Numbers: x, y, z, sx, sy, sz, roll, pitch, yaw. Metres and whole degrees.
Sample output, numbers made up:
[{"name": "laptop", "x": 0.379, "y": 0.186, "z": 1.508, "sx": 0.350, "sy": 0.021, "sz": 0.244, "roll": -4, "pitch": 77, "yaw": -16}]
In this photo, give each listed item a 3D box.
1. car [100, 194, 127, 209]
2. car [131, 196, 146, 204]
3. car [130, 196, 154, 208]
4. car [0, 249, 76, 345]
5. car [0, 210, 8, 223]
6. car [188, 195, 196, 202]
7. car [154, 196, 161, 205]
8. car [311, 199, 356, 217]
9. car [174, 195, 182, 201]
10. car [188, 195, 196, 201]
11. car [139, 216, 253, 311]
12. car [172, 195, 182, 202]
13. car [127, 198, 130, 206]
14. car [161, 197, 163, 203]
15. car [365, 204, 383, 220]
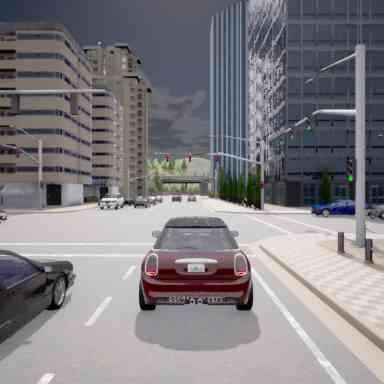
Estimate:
[{"name": "car", "x": -10.611, "y": 1.222, "z": 44.436, "sx": 2.150, "sy": 2.045, "sz": 5.566, "roll": 0, "pitch": 0, "yaw": 0}, {"name": "car", "x": -10.546, "y": 1.492, "z": 65.720, "sx": 2.128, "sy": 1.511, "sz": 4.902, "roll": 0, "pitch": 0, "yaw": 0}, {"name": "car", "x": -7.111, "y": 1.547, "z": 47.951, "sx": 2.033, "sy": 1.411, "sz": 5.357, "roll": 0, "pitch": 0, "yaw": 0}, {"name": "car", "x": -3.435, "y": 1.547, "z": 4.747, "sx": 2.033, "sy": 1.411, "sz": 5.357, "roll": 0, "pitch": 0, "yaw": 0}, {"name": "car", "x": -15.277, "y": 1.455, "z": 22.832, "sx": 4.902, "sy": 1.511, "sz": 2.128, "roll": 1, "pitch": 0, "yaw": 1}, {"name": "car", "x": -0.020, "y": 1.547, "z": 75.818, "sx": 1.994, "sy": 1.385, "sz": 4.181, "roll": 0, "pitch": 0, "yaw": 0}, {"name": "car", "x": -7.096, "y": 1.491, "z": 57.464, "sx": 2.128, "sy": 1.511, "sz": 4.902, "roll": 0, "pitch": 0, "yaw": 0}, {"name": "car", "x": 13.286, "y": 1.422, "z": 29.846, "sx": 5.008, "sy": 1.535, "sz": 1.882, "roll": 0, "pitch": 0, "yaw": 1}, {"name": "car", "x": -3.522, "y": 1.509, "z": 84.311, "sx": 2.033, "sy": 1.411, "sz": 5.357, "roll": 0, "pitch": 0, "yaw": 0}, {"name": "car", "x": -0.022, "y": 1.493, "z": 84.311, "sx": 1.812, "sy": 1.442, "sz": 4.674, "roll": 0, "pitch": 0, "yaw": 0}, {"name": "car", "x": 0.081, "y": 1.352, "z": 7.946, "sx": 2.097, "sy": 1.767, "sz": 4.553, "roll": 0, "pitch": 0, "yaw": 0}, {"name": "car", "x": -3.520, "y": 1.470, "z": 74.700, "sx": 1.882, "sy": 1.535, "sz": 5.008, "roll": 0, "pitch": 0, "yaw": 0}, {"name": "car", "x": -10.606, "y": 1.601, "z": 54.205, "sx": 1.895, "sy": 1.301, "sz": 4.718, "roll": 0, "pitch": 0, "yaw": 0}, {"name": "car", "x": -7.030, "y": 1.491, "z": 67.712, "sx": 2.128, "sy": 1.511, "sz": 4.902, "roll": 0, "pitch": 0, "yaw": 0}, {"name": "car", "x": 16.273, "y": 1.436, "z": 26.324, "sx": 4.902, "sy": 1.511, "sz": 2.128, "roll": 0, "pitch": 0, "yaw": 0}]
